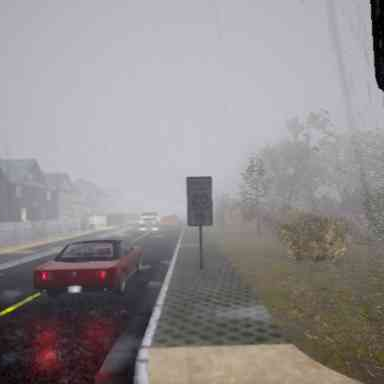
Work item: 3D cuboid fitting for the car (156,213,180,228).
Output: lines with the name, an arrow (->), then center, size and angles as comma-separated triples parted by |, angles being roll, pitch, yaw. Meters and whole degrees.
car -> -2.823, 3.531, 40.212 | 1.882, 1.535, 5.008 | -2, -3, 0

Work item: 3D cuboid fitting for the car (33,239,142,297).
car -> -2.647, 2.014, 9.675 | 1.895, 1.301, 4.718 | -2, -3, -1

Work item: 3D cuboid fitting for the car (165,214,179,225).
car -> -2.941, 4.114, 50.602 | 1.837, 1.490, 4.892 | -2, -3, 0

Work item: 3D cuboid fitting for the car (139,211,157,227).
car -> -5.664, 3.594, 44.764 | 2.150, 2.045, 5.566 | -2, -3, -1
